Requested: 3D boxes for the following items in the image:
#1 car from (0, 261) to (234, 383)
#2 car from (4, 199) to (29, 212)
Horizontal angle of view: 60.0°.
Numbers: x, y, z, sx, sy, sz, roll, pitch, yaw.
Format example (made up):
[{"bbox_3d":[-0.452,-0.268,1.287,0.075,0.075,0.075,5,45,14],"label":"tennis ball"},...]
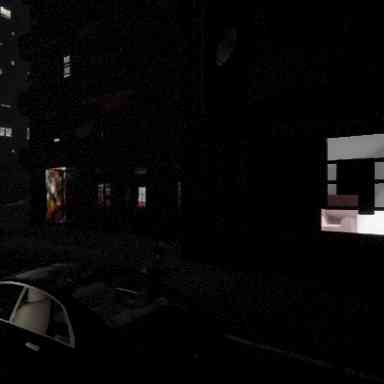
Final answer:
[{"bbox_3d":[-1.639,1.550,4.043,4.403,1.369,2.008,0,0,36],"label":"car"},{"bbox_3d":[-17.123,1.255,34.904,1.752,1.417,4.829,1,1,35],"label":"car"}]
